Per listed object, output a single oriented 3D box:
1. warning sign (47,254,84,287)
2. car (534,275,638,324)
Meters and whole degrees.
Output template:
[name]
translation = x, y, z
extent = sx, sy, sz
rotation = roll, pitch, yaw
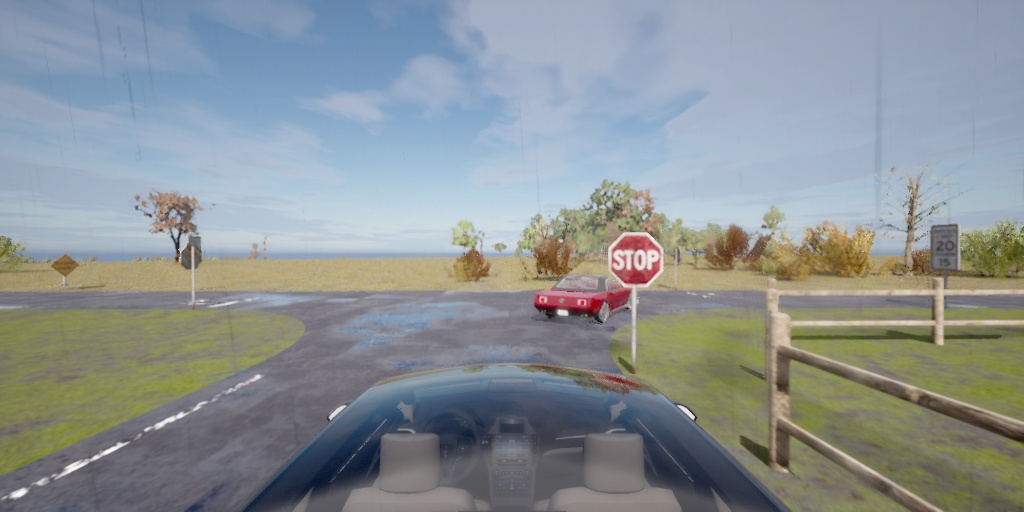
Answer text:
[warning sign]
translation = -25.384, 0.805, 20.353
extent = 1.060, 1.860, 1.300
rotation = 0, 0, 0
[car]
translation = 2.685, 1.279, 11.896
extent = 1.895, 1.301, 4.718
rotation = 0, 1, 34
